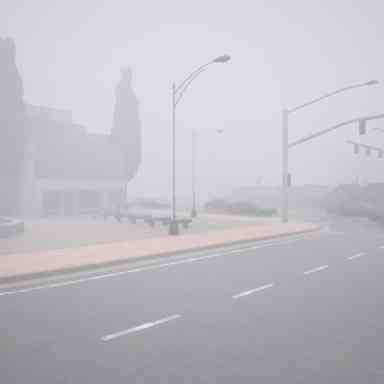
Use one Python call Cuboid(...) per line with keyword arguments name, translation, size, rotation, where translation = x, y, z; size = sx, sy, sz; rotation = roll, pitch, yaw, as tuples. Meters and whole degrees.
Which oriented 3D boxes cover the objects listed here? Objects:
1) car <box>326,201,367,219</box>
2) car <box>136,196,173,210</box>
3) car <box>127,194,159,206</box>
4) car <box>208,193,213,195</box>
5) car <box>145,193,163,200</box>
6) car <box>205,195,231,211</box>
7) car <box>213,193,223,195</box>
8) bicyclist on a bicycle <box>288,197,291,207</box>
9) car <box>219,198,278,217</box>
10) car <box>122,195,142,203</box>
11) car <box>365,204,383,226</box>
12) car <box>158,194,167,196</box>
Cuboid(name="car", translation=(13.483, 1.492, 27.228), size=(2.128, 1.511, 4.902), rotation=(0, 0, -40))
Cuboid(name="car", translation=(-4.749, 1.547, 43.336), size=(2.033, 1.411, 5.357), rotation=(0, 0, -40))
Cuboid(name="car", translation=(-7.847, 1.492, 52.436), size=(2.128, 1.511, 4.902), rotation=(0, 0, -40))
Cuboid(name="car", translation=(4.940, 1.156, 71.231), size=(3.866, 1.878, 1.905), rotation=(0, 0, -42))
Cuboid(name="car", translation=(-10.040, 1.153, 88.044), size=(4.605, 1.855, 1.932), rotation=(0, 0, -42))
Cuboid(name="car", translation=(3.677, 1.478, 38.800), size=(1.882, 1.535, 5.008), rotation=(0, 0, -40))
Cuboid(name="car", translation=(6.859, 1.395, 69.063), size=(3.806, 1.475, 1.970), rotation=(0, 0, -42))
Cuboid(name="bicyclist on a bicycle", translation=(12.886, 1.261, 44.843), size=(1.656, 1.620, 0.582), rotation=(-7, 4, -40))
Cuboid(name="car", translation=(5.426, 1.548, 31.321), size=(2.033, 1.411, 5.357), rotation=(0, 0, -40))
Cuboid(name="car", translation=(-12.528, 1.478, 69.004), size=(1.882, 1.535, 5.008), rotation=(0, 0, -40))
Cuboid(name="car", translation=(14.036, 1.601, 21.160), size=(1.895, 1.301, 4.718), rotation=(0, 0, -40))
Cuboid(name="car", translation=(-6.076, 1.564, 61.450), size=(1.994, 1.385, 4.181), rotation=(0, 0, -40))
